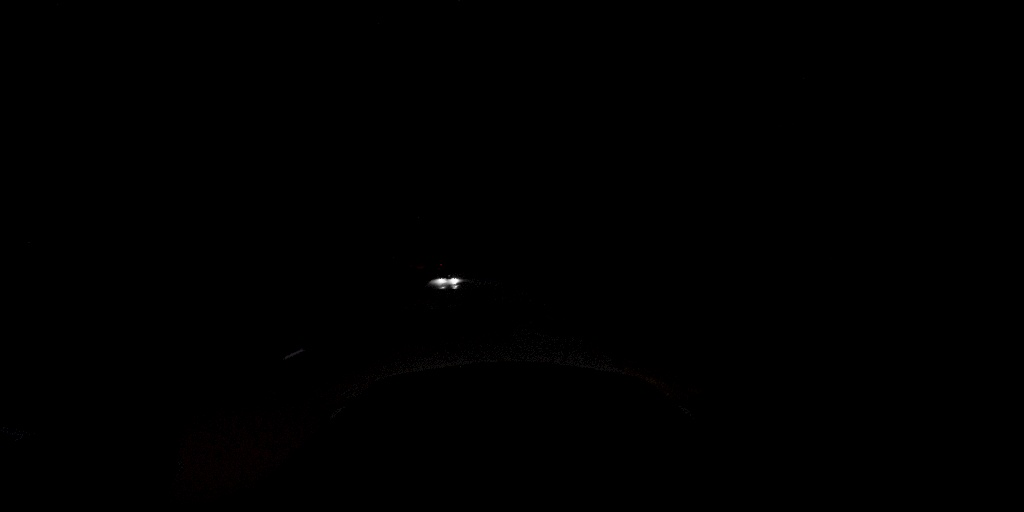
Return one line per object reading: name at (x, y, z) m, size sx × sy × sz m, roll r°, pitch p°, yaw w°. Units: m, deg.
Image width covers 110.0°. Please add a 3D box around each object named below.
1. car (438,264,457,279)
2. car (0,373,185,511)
car at (-7.594, 1.987, 42.888) m, size 1.895 × 1.301 × 4.718 m, roll -1°, pitch -1°, yaw -12°
car at (-3.161, 1.244, 0.361) m, size 2.128 × 1.511 × 4.902 m, roll 0°, pitch 0°, yaw 0°
